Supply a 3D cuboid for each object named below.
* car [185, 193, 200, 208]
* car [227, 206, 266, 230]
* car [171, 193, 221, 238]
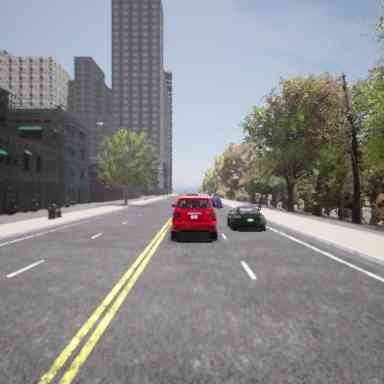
[{"bbox_3d":[0.102,1.225,49.587,2.150,2.045,5.566,0,0,0],"label":"car"},{"bbox_3d":[3.351,1.566,21.045,1.994,1.385,4.181,0,0,0],"label":"car"},{"bbox_3d":[0.100,1.224,17.643,2.150,2.045,5.566,0,0,0],"label":"car"}]
